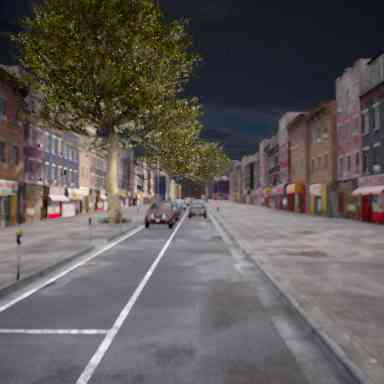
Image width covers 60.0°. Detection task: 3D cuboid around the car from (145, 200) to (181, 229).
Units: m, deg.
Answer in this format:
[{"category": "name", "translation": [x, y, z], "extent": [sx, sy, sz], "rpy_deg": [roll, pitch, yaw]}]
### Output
[{"category": "car", "translation": [-2.253, 1.638, 24.868], "extent": [2.192, 1.841, 5.009], "rpy_deg": [2, -1, 1]}]

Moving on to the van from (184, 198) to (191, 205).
[{"category": "van", "translation": [-1.256, 2.560, 91.276], "extent": [1.690, 1.788, 3.998], "rpy_deg": [2, -1, 1]}]

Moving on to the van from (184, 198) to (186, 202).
[{"category": "van", "translation": [-2.004, 1.880, 41.470], "extent": [1.690, 1.788, 3.998], "rpy_deg": [2, -1, 1]}]

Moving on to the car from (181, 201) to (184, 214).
[{"category": "car", "translation": [-2.170, 1.710, 30.401], "extent": [2.192, 1.841, 5.009], "rpy_deg": [2, -1, 1]}]

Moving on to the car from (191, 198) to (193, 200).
[{"category": "car", "translation": [-1.347, 2.662, 85.569], "extent": [1.752, 1.417, 4.829], "rpy_deg": [2, -1, 1]}]

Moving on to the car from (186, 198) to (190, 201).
[{"category": "car", "translation": [-1.840, 2.124, 52.537], "extent": [1.967, 1.590, 4.097], "rpy_deg": [2, -1, 1]}]

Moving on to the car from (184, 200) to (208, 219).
[{"category": "car", "translation": [0.589, 1.941, 34.465], "extent": [2.128, 1.511, 4.902], "rpy_deg": [0, -1, 1]}]

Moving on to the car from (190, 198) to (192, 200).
[{"category": "car", "translation": [-1.512, 2.565, 74.671], "extent": [1.802, 1.307, 4.206], "rpy_deg": [2, -1, 1]}]

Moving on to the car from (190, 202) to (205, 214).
[{"category": "car", "translation": [0.725, 2.149, 44.856], "extent": [1.994, 1.385, 4.181], "rpy_deg": [0, -1, 1]}]
